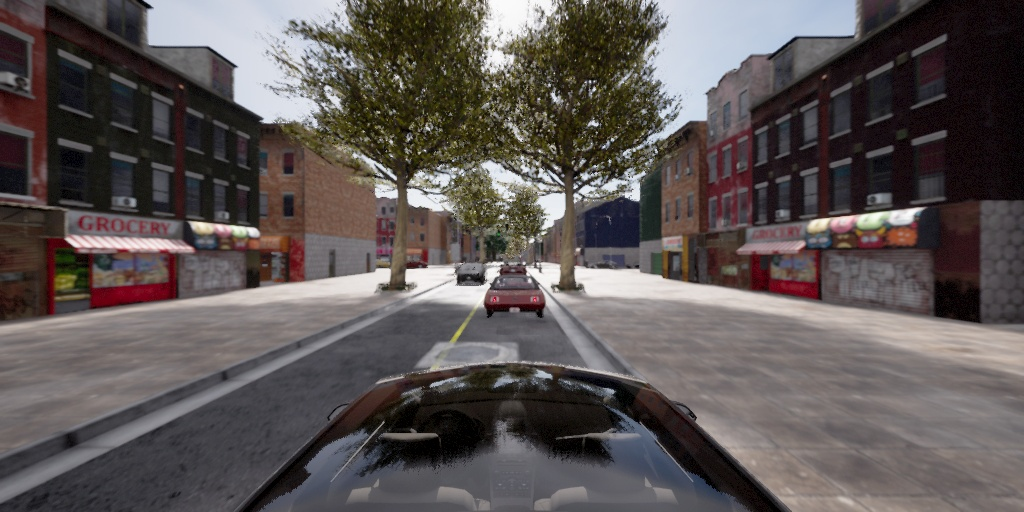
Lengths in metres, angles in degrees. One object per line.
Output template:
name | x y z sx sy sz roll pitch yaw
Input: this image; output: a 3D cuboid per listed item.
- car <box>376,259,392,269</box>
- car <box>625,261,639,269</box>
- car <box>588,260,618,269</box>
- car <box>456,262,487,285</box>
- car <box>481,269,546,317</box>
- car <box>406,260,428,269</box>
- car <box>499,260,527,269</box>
car | -20.932 1.188 54.705 4.829 1.417 1.751 0 0 0
car | 19.621 1.356 54.950 4.313 1.339 1.948 0 0 0
car | 13.946 1.318 54.916 4.403 1.370 2.007 0 0 0
car | -2.849 1.193 26.131 1.882 1.535 5.008 0 0 0
car | 0.090 1.335 13.020 1.895 1.301 4.718 0 0 0
car | -15.083 1.221 54.741 4.507 1.381 1.888 0 0 0
car | 0.085 1.064 28.350 2.097 1.767 4.553 0 0 0
